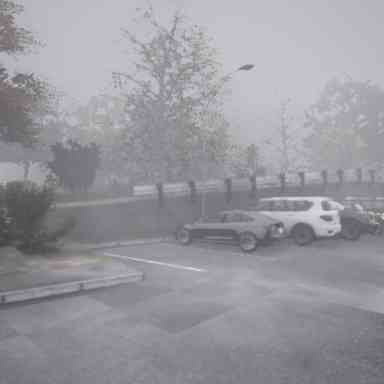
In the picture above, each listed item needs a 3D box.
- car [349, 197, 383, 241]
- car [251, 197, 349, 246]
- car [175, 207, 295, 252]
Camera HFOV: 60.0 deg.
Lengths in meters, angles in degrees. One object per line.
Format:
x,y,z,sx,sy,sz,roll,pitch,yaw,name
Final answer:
6.550,1.263,17.317,5.566,2.045,2.435,-1,-1,36,car
3.992,1.252,15.638,5.566,2.045,2.435,-1,-1,36,car
1.488,1.522,13.941,4.792,1.488,2.163,-1,-1,36,car
